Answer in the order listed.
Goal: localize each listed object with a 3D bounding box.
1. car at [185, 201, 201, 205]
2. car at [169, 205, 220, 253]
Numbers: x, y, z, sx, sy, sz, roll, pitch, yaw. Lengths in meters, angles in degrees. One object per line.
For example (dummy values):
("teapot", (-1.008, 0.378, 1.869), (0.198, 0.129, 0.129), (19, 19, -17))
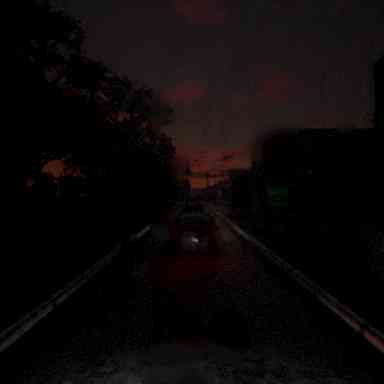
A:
("car", (0.116, 1.637, 31.253), (1.837, 1.490, 4.892), (0, 0, 0))
("car", (0.099, 1.548, 14.094), (1.882, 1.535, 5.008), (0, 0, 0))
